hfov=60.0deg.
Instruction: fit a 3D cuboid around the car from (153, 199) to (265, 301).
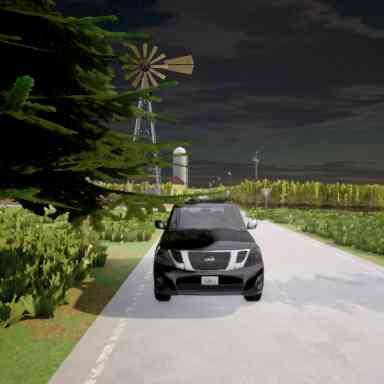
[{"bbox_3d":[0.333,1.221,8.675,2.150,2.045,5.566,0,0,0],"label":"car"}]
